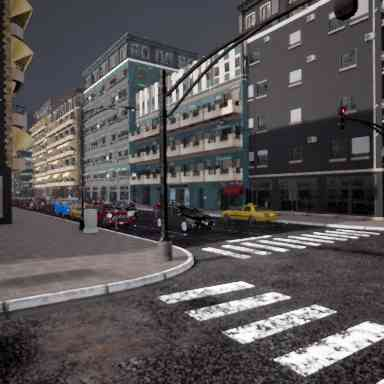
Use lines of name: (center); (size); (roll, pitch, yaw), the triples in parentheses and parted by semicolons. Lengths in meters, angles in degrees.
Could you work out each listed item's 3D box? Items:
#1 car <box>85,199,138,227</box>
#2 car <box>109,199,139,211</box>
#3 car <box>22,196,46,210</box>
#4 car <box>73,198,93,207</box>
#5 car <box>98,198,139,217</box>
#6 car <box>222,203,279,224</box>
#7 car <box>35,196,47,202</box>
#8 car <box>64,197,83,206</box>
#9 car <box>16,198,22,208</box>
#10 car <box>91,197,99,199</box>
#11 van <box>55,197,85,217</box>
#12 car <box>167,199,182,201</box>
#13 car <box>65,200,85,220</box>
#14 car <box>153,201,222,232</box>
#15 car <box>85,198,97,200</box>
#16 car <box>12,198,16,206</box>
car: (-5.873, 1.560, 23.909); (1.967, 1.590, 4.097); (-1, 1, -36)
car: (-8.696, 1.596, 42.290); (2.008, 1.369, 4.403); (-1, 1, -36)
car: (-21.949, 1.636, 46.431); (1.967, 1.590, 4.097); (-1, 1, -36)
car: (-18.341, 1.659, 55.804); (1.947, 1.339, 4.313); (-1, 1, -36)
car: (-6.338, 1.586, 29.020); (2.128, 1.511, 4.902); (-1, 0, -35)
car: (4.065, 1.512, 24.410); (1.752, 1.417, 4.829); (-1, 1, -36)
car: (-37.631, 1.744, 82.832); (1.887, 1.381, 4.507); (-1, 1, -36)
car: (-21.556, 1.660, 60.309); (2.008, 1.369, 4.403); (-1, 1, -36)
car: (-25.162, 1.778, 50.936); (1.947, 1.339, 4.313); (-1, 1, -36)
car: (-15.128, 1.517, 51.298); (1.967, 1.590, 4.097); (-1, 1, -36)
van: (-12.305, 1.491, 32.916); (1.690, 1.788, 3.998); (-1, 1, -36)
car: (-2.267, 1.455, 33.280); (1.967, 1.590, 4.097); (-1, 1, -36)
car: (-8.988, 1.660, 28.275); (1.752, 1.417, 4.829); (-1, 1, -36)
car: (-0.574, 1.574, 20.945); (1.837, 1.490, 4.892); (-1, 1, -36)
car: (-12.920, 1.672, 38.257); (2.033, 1.411, 5.357); (-1, 0, -35)
car: (-31.592, 1.791, 59.946); (1.887, 1.381, 4.507); (-1, 1, -36)
